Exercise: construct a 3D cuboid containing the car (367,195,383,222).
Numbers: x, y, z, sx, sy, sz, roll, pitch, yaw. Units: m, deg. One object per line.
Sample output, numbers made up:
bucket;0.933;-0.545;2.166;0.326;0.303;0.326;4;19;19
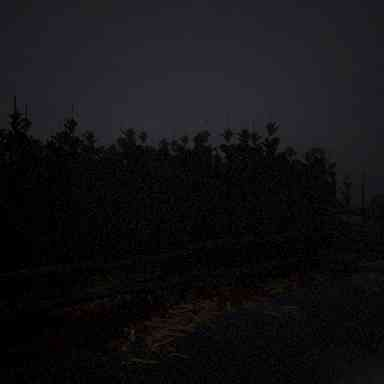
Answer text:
car;14.397;1.221;21.552;2.150;2.045;5.566;0;0;-34
